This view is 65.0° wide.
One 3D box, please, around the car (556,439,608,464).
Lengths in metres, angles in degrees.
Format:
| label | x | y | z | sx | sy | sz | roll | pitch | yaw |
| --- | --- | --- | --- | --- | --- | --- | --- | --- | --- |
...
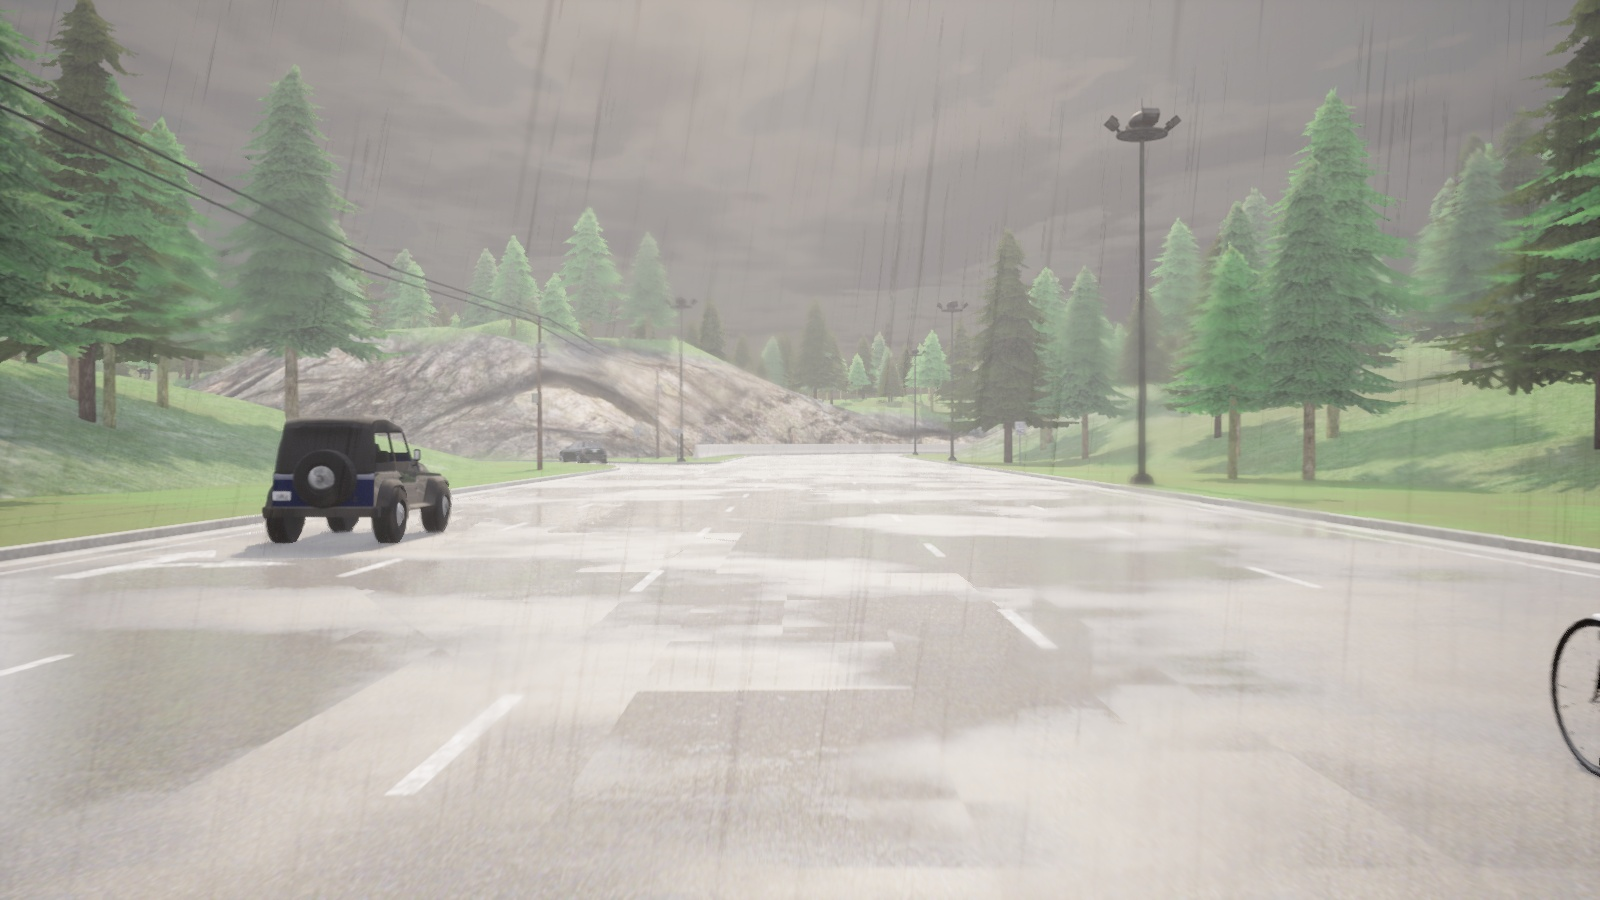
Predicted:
| label | x | y | z | sx | sy | sz | roll | pitch | yaw |
| --- | --- | --- | --- | --- | --- | --- | --- | --- | --- |
| car | -15.739 | 0.082 | 90.590 | 2.097 | 1.767 | 4.553 | 0 | 0 | -33 |

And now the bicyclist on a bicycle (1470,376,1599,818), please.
| label | x | y | z | sx | sy | sz | roll | pitch | yaw |
| --- | --- | --- | --- | --- | --- | --- | --- | --- | --- |
| bicyclist on a bicycle | 3.544 | 0.591 | 5.101 | 0.659 | 1.776 | 1.843 | 0 | 0 | 0 |

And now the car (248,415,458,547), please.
| label | x | y | z | sx | sy | sz | roll | pitch | yaw |
| --- | --- | --- | --- | --- | --- | --- | --- | --- | --- |
| car | -6.872 | 0.425 | 19.769 | 1.905 | 1.878 | 3.866 | 0 | 0 | 0 |
